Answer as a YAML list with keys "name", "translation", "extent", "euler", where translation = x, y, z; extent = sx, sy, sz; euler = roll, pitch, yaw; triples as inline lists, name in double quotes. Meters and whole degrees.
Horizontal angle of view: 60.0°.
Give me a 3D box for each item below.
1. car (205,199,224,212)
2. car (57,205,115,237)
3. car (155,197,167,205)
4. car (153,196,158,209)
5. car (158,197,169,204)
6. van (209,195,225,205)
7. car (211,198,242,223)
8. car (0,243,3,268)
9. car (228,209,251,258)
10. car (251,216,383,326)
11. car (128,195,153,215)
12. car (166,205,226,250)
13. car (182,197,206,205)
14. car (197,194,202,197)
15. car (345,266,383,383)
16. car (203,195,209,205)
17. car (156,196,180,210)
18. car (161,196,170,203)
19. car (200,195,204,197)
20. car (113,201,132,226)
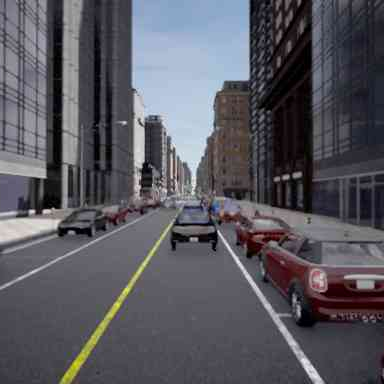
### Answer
- name: "car"
  translation: [2.676, 1.648, 40.819]
  extent: [2.008, 1.369, 4.403]
  euler: [1, 0, 0]
- name: "car"
  translation: [-5.850, 1.607, 18.329]
  extent: [1.947, 1.339, 4.313]
  euler: [1, 0, 0]
- name: "car"
  translation: [-5.850, 1.683, 63.156]
  extent: [1.752, 1.417, 4.829]
  euler: [1, 0, 0]
- name: "car"
  translation: [-5.850, 1.657, 46.451]
  extent: [1.887, 1.381, 4.507]
  euler: [1, 0, 0]
- name: "car"
  translation: [-5.850, 1.718, 68.950]
  extent: [1.887, 1.381, 4.507]
  euler: [1, 0, 0]
- name: "van"
  translation: [2.678, 1.410, 29.571]
  extent: [1.690, 1.788, 3.998]
  euler: [1, 0, 0]
- name: "car"
  translation: [2.677, 1.495, 23.947]
  extent: [1.967, 1.590, 4.097]
  euler: [1, 0, 0]
- name: "car"
  translation: [-5.850, 1.567, 7.081]
  extent: [2.008, 1.369, 4.403]
  euler: [1, 0, 0]
- name: "car"
  translation: [2.676, 1.574, 12.698]
  extent: [1.887, 1.381, 4.507]
  euler: [1, 0, 0]
- name: "car"
  translation: [2.677, 1.456, 7.074]
  extent: [1.967, 1.590, 4.097]
  euler: [1, 0, 0]
- name: "car"
  translation: [-5.848, 1.398, 35.203]
  extent: [2.192, 1.841, 5.009]
  euler: [1, 0, 0]
- name: "car"
  translation: [0.085, 1.525, 14.574]
  extent: [2.128, 1.511, 4.902]
  euler: [0, 0, 0]
- name: "car"
  translation: [0.090, 1.551, 31.400]
  extent: [1.882, 1.535, 5.008]
  euler: [0, 0, 0]
- name: "car"
  translation: [2.678, 1.473, 63.317]
  extent: [2.192, 1.841, 5.009]
  euler: [1, 0, 0]
- name: "car"
  translation: [2.676, 1.548, 1.449]
  extent: [1.887, 1.381, 4.507]
  euler: [1, 0, 0]
- name: "car"
  translation: [2.678, 1.398, 35.196]
  extent: [2.192, 1.841, 5.009]
  euler: [1, 0, 0]
- name: "car"
  translation: [-3.090, 1.597, 44.225]
  extent: [2.128, 1.511, 4.902]
  euler: [0, 0, 0]
- name: "car"
  translation: [-5.850, 1.714, 74.405]
  extent: [1.752, 1.417, 4.829]
  euler: [1, 0, 0]
- name: "car"
  translation: [2.677, 1.568, 52.068]
  extent: [1.967, 1.590, 4.097]
  euler: [1, 0, 0]
- name: "car"
  translation: [-5.850, 1.600, 23.954]
  extent: [1.887, 1.381, 4.507]
  euler: [1, 0, 0]
